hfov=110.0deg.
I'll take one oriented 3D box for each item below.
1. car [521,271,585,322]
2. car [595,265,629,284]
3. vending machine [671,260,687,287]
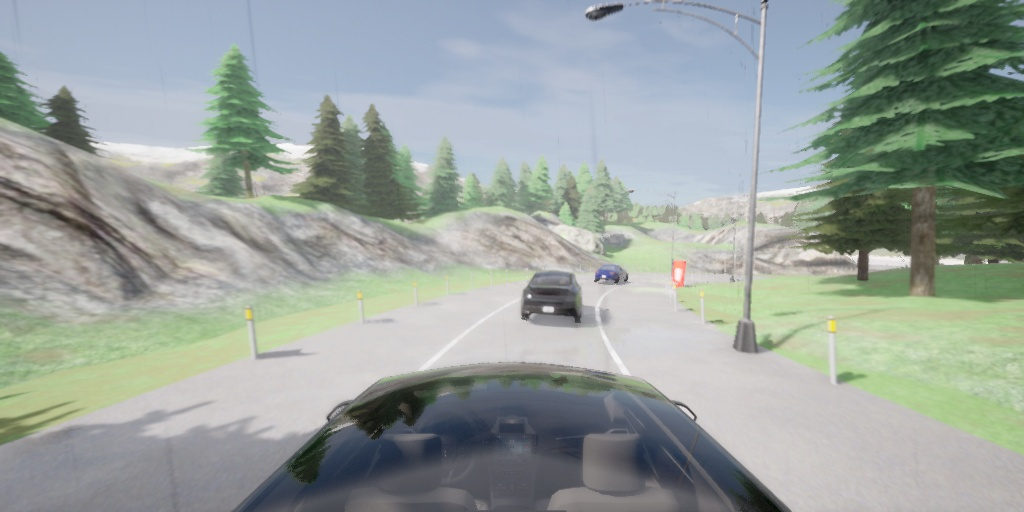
[{"bbox_3d":[1.509,1.266,12.457,1.837,1.490,4.892,1,0,11],"label":"car"},{"bbox_3d":[8.127,1.423,29.151,1.812,1.442,4.674,3,1,30],"label":"car"},{"bbox_3d":[12.943,1.340,28.093,1.100,2.100,0.880,0,0,33],"label":"vending machine"}]
